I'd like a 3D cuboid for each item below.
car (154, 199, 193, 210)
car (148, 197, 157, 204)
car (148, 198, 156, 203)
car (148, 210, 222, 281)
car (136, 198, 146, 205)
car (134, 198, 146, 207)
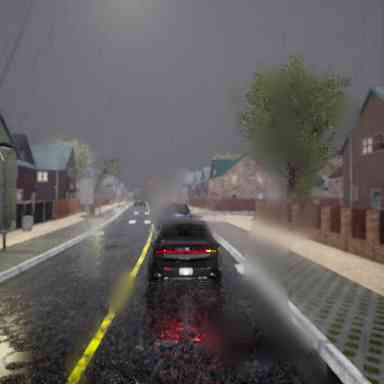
[{"bbox_3d":[-0.971,1.415,20.227,2.097,1.767,4.553,0,0,-3],"label":"car"},{"bbox_3d":[-8.582,1.995,74.038,1.837,1.490,4.892,0,-1,-8],"label":"car"},{"bbox_3d":[-10.080,2.126,84.376,1.895,1.301,4.718,0,-1,-8],"label":"car"},{"bbox_3d":[-0.249,1.528,9.886,1.837,1.490,4.892,0,0,-3],"label":"car"},{"bbox_3d":[-11.110,2.026,72.306,1.994,1.385,4.181,0,-1,-8],"label":"car"},{"bbox_3d":[-9.077,1.884,57.922,1.994,1.385,4.181,0,-1,-8],"label":"car"}]
